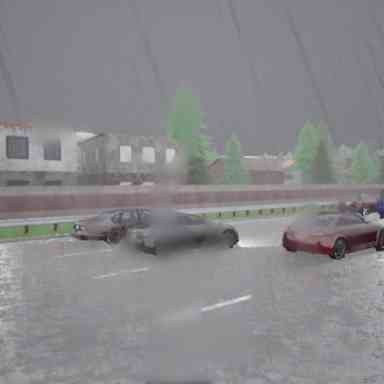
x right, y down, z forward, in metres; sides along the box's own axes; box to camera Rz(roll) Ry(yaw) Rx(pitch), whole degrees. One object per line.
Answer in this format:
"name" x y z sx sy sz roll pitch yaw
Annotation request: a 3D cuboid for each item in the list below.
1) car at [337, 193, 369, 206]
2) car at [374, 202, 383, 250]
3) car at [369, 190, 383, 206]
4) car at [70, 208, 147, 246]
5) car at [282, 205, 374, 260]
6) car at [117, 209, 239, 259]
"car" 13.448 0.886 26.175 4.553 1.767 2.097 -1 1 -35
"car" 7.088 1.160 8.789 4.553 1.767 2.097 -1 1 -35
"car" 14.916 0.767 22.923 5.566 2.045 2.150 -1 1 -35
"car" -2.557 1.432 14.843 5.357 1.411 2.033 -1 1 -35
"car" 5.103 1.370 11.673 4.181 1.385 1.994 -1 1 -35
"car" -0.274 1.443 12.170 4.181 1.385 1.994 -1 1 -35
